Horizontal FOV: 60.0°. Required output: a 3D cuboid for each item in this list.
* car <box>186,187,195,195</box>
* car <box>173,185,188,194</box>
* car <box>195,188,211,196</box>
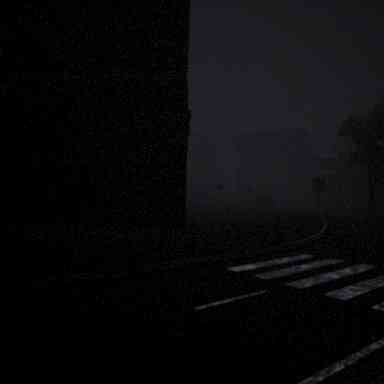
[{"bbox_3d":[0.189,-0.235,70.138,2.002,1.452,4.674,6,2,11],"label":"car"},{"bbox_3d":[-2.431,-0.576,71.530,1.946,1.575,5.366,6,2,11],"label":"car"},{"bbox_3d":[2.772,0.027,68.552,2.231,1.521,4.892,6,2,11],"label":"car"}]
